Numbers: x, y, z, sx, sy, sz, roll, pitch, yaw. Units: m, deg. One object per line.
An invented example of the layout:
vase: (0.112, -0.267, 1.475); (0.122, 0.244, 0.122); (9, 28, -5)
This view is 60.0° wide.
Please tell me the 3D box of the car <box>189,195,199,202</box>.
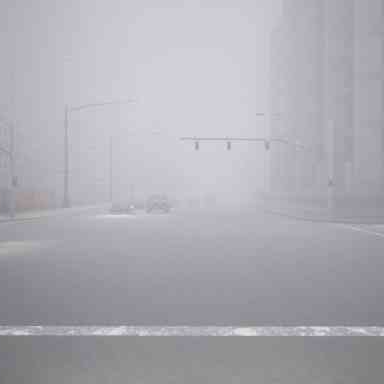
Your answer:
car: (0.407, 1.524, 75.336); (2.128, 1.511, 4.902); (0, 0, 1)

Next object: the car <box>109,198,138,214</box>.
car: (-7.277, 1.564, 34.995); (1.994, 1.385, 4.181); (0, 0, 1)

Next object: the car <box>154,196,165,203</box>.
car: (-6.705, 1.525, 68.541); (1.812, 1.442, 4.674); (0, 0, 1)

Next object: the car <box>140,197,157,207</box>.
car: (-6.998, 1.564, 53.740); (1.994, 1.385, 4.181); (0, 0, 1)

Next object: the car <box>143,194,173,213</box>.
car: (-3.736, 1.221, 37.577); (2.150, 2.045, 5.566); (0, 0, 1)

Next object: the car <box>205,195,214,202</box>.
car: (3.908, 1.415, 75.424); (1.837, 1.490, 4.892); (0, 0, 1)

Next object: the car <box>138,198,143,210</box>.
car: (-7.158, 1.477, 43.822); (1.882, 1.535, 5.008); (0, 0, 1)

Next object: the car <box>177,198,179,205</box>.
car: (-3.430, 1.352, 57.649); (2.097, 1.767, 4.553); (0, 0, 1)

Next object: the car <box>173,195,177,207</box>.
car: (-3.595, 1.505, 47.494); (1.837, 1.490, 4.892); (0, 0, 1)

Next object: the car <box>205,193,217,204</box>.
car: (3.748, 1.221, 64.811); (2.150, 2.045, 5.566); (0, 0, 1)

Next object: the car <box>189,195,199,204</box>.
car: (0.347, 1.564, 64.780); (1.994, 1.385, 4.181); (0, 0, 1)
